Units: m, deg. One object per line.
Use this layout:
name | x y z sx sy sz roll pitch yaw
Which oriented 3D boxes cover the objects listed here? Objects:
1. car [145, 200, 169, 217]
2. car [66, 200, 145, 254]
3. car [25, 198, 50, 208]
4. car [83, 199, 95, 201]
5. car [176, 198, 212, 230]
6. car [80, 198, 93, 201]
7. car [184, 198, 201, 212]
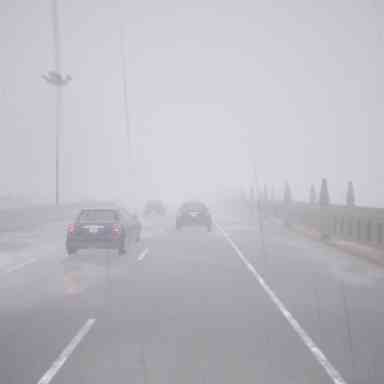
car | -3.401 1.500 31.808 1.837 1.490 4.892 0 0 0
car | -3.399 1.350 13.623 2.097 1.767 4.553 0 0 0
car | -21.179 1.517 45.941 1.812 1.442 4.674 0 0 -1
car | -6.898 1.500 26.266 1.837 1.490 4.892 0 0 0
car | 0.102 1.349 21.167 2.097 1.767 4.553 0 0 0
car | -14.137 1.540 44.999 2.033 1.411 5.357 0 0 -1
car | 0.041 1.471 39.014 1.882 1.535 5.008 0 0 -1
